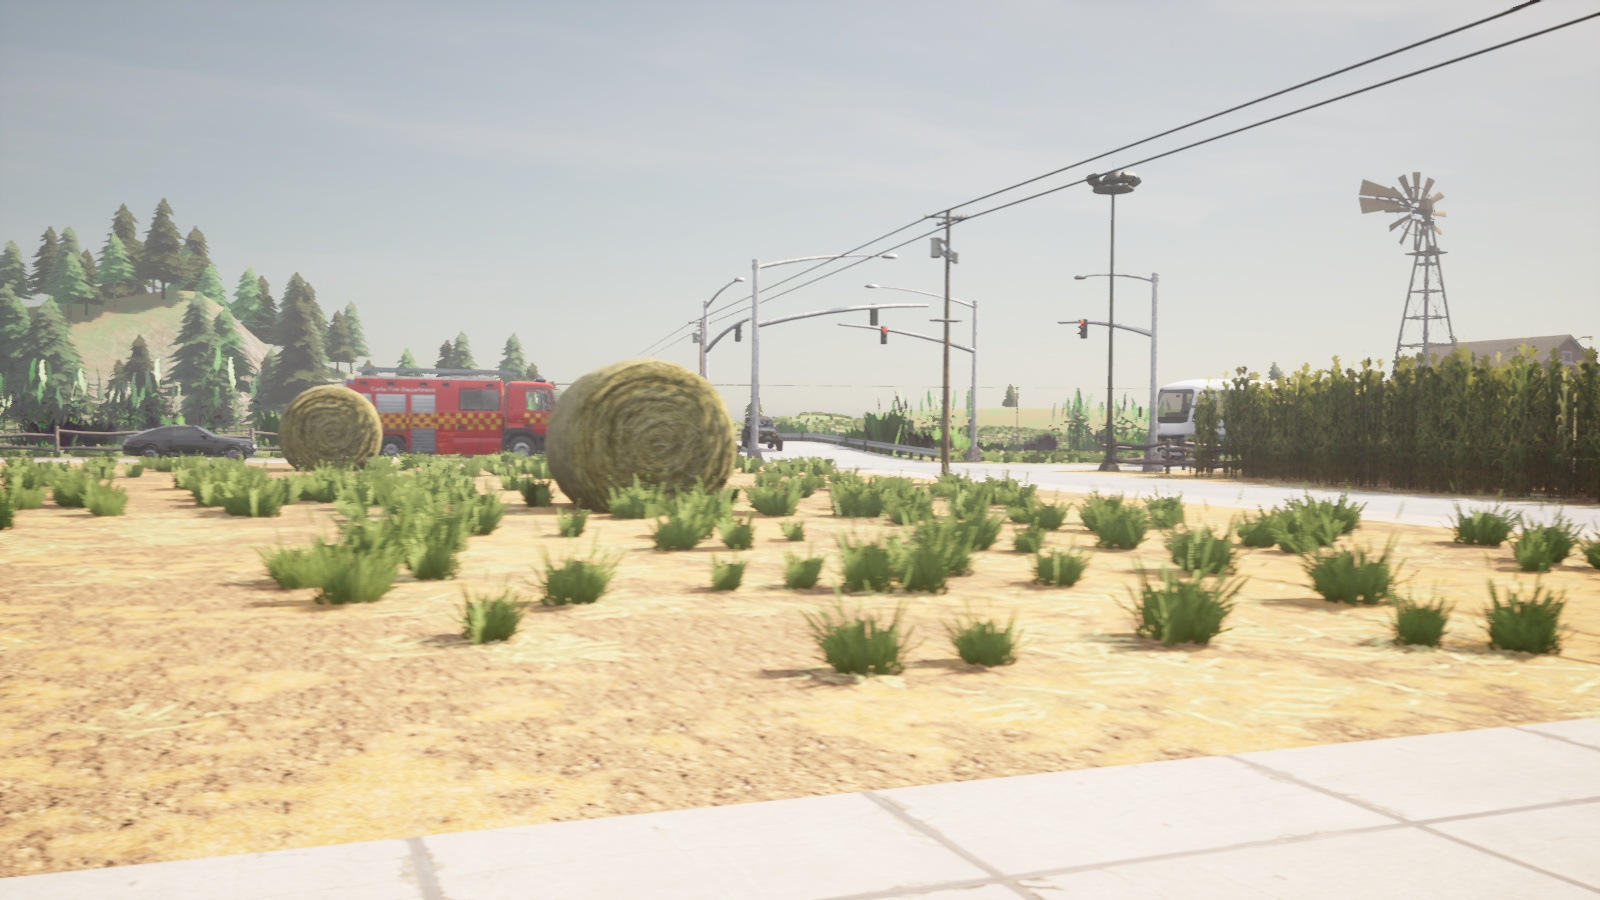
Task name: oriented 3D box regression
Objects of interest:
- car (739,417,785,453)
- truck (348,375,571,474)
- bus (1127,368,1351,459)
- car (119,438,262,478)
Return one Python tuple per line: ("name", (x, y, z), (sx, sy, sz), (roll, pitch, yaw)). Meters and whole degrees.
("car", (-2.233, -0.916, 73.131), (1.905, 1.878, 3.866), (-1, 4, -14))
("truck", (-13.750, -1.056, 50.982), (8.468, 3.827, 2.891), (-1, 1, -17))
("bus", (21.728, -1.798, 62.139), (10.273, 4.253, 3.944), (-1, 1, -20))
("car", (-23.258, 0.284, 48.095), (4.674, 1.442, 1.812), (-1, 1, -17))
